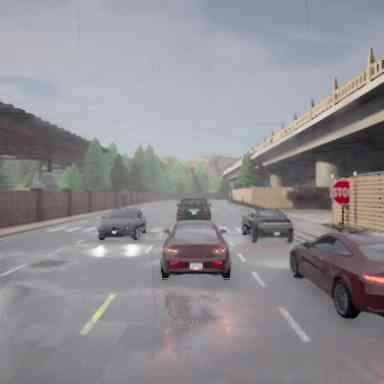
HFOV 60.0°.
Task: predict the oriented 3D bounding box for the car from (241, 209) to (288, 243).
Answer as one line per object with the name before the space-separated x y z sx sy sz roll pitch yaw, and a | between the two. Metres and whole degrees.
car | 3.607 1.580 16.551 2.128 1.511 4.902 0 0 0

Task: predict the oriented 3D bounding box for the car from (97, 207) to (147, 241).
car | -3.503 1.603 17.427 1.837 1.490 4.892 0 -1 0

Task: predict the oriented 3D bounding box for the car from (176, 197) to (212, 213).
car | 0.137 1.340 22.180 2.150 2.045 5.566 0 0 0

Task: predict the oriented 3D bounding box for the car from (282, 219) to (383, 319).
car | 3.597 1.565 7.334 1.812 1.442 4.674 0 0 0

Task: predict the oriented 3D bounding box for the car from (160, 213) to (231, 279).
car | 0.099 1.580 10.080 1.812 1.442 4.674 0 0 0
